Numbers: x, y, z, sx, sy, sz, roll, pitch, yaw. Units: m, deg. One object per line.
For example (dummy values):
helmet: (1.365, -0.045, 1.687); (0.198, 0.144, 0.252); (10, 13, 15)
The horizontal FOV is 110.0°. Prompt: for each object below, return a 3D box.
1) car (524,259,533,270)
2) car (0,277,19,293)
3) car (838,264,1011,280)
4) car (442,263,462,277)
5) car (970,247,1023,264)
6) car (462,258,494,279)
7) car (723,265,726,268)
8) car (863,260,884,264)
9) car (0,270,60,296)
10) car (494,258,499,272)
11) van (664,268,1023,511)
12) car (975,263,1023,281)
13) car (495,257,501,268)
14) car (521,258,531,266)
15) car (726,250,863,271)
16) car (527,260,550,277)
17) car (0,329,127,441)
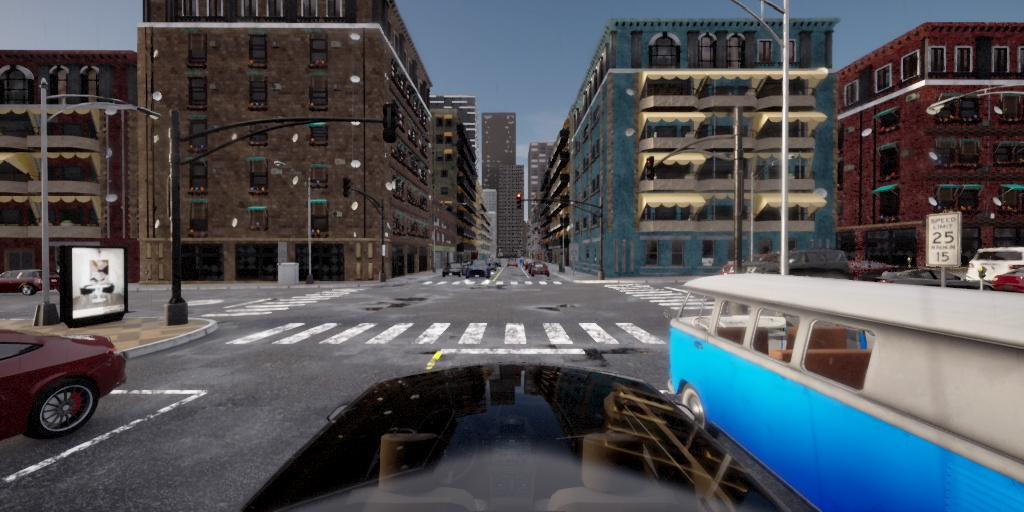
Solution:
car: (2.734, 1.320, 40.696); (1.948, 1.339, 4.313); (0, 0, 0)
car: (-22.380, 1.637, 13.577); (4.403, 1.370, 2.007); (0, 0, 0)
car: (15.808, 1.097, 13.937); (4.313, 1.339, 1.948); (0, 0, 0)
car: (-5.654, 1.318, 35.194); (1.948, 1.339, 4.313); (0, 0, 0)
car: (24.770, 0.603, 16.592); (5.566, 2.045, 2.150); (-1, 0, 0)
car: (-3.005, 1.104, 32.437); (2.097, 1.767, 4.553); (0, 0, -1)
car: (15.796, 0.781, 22.318); (5.009, 1.841, 2.192); (0, 0, 0)
car: (21.366, 0.930, 22.351); (4.507, 1.381, 1.888); (0, 0, 0)
car: (-30.238, 1.574, 22.169); (4.097, 1.591, 1.967); (0, 0, 0)
car: (-3.043, 1.321, 45.922); (1.994, 1.385, 4.181); (0, 0, 0)
van: (2.690, 1.090, 2.779); (1.690, 1.789, 3.998); (0, 0, 0)
car: (21.378, 1.033, 13.971); (4.207, 1.307, 1.802); (0, 0, 0)
car: (-2.984, 1.118, 63.115); (2.097, 1.767, 4.553); (0, 0, 1)
car: (2.746, 1.305, 51.743); (1.888, 1.381, 4.507); (0, 0, 0)
car: (15.347, 0.714, 19.720); (5.566, 2.045, 2.150); (-1, 0, 0)
car: (2.727, 1.334, 35.173); (1.802, 1.307, 4.207); (0, 0, 0)
car: (-5.691, 1.332, 2.789); (1.802, 1.307, 4.207); (0, 0, 0)
